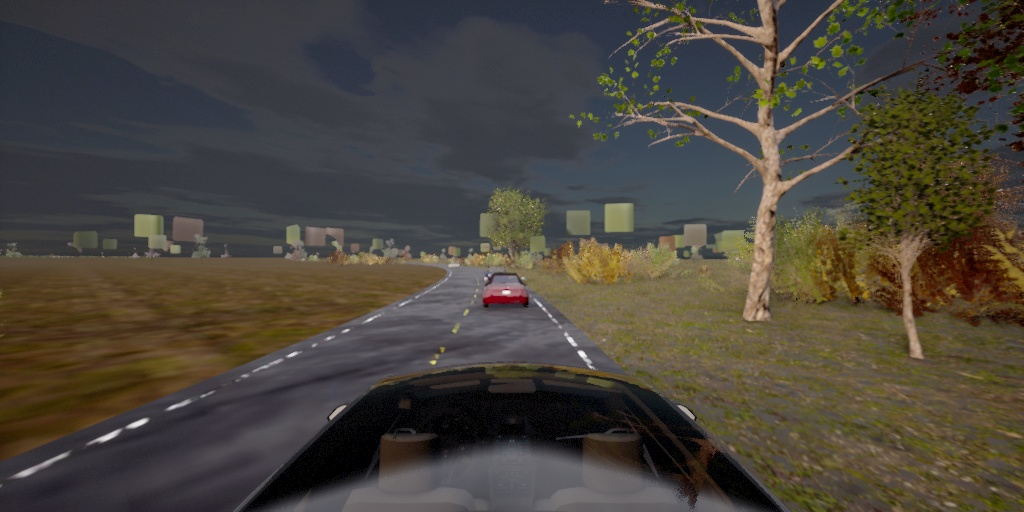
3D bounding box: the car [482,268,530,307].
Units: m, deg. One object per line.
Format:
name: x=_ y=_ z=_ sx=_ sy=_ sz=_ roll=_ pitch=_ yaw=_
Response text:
car: x=-0.321 y=1.440 z=16.293 sx=1.994 sy=1.385 sz=4.181 roll=0 pitch=0 yaw=-3
